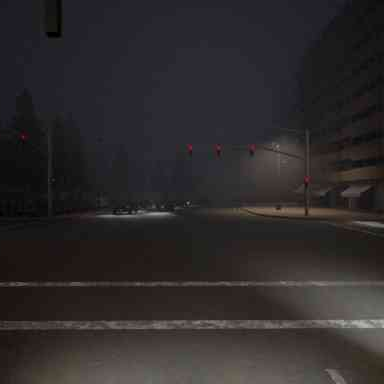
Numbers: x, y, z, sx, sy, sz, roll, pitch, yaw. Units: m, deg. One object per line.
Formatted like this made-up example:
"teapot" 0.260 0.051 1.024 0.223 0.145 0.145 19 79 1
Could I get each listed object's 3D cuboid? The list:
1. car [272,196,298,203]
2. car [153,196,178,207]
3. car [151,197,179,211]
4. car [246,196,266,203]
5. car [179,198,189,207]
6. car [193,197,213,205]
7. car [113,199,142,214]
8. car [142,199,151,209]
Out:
"car" 18.520 1.478 67.542 5.008 1.535 1.882 0 0 -33
"car" -4.269 1.491 53.968 2.128 1.511 4.902 0 0 20
"car" -3.208 1.491 40.629 2.128 1.511 4.902 0 0 4
"car" 13.156 1.477 68.031 5.008 1.535 1.882 0 0 -41
"car" -1.891 1.547 50.358 2.033 1.411 5.357 0 0 15
"car" 2.003 1.601 59.585 1.895 1.301 4.718 0 0 31
"car" -6.945 1.526 35.047 1.812 1.442 4.674 0 0 2
"car" -6.398 1.601 44.125 1.895 1.301 4.718 0 0 6
